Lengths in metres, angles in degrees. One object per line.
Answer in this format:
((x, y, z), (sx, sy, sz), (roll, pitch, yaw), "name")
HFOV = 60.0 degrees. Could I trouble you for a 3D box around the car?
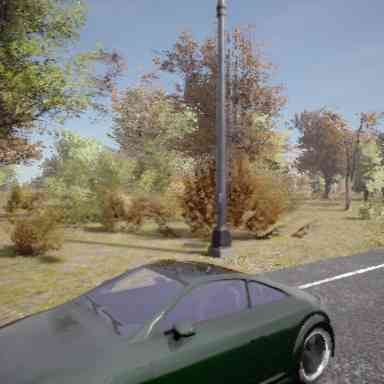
((-0.246, 1.564, 3.817), (4.181, 1.385, 1.994), (0, 0, -35), "car")
